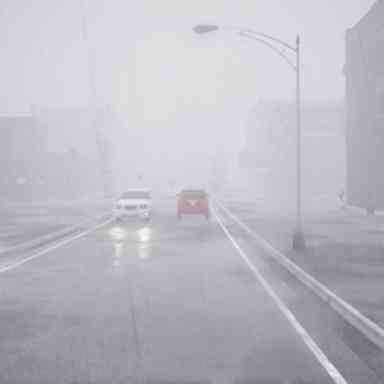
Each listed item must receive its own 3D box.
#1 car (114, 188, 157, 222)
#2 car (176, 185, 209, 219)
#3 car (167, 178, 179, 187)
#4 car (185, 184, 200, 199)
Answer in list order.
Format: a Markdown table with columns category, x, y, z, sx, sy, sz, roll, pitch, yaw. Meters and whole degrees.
| category | x | y | z | sx | sy | sz | roll | pitch | yaw |
| --- | --- | --- | --- | --- | --- | --- | --- | --- | --- |
| car | -3.625 | 0.776 | 22.327 | 2.150 | 2.045 | 5.566 | 0 | 2 | 0 |
| car | 0.072 | 0.711 | 23.818 | 2.150 | 2.045 | 5.566 | 0 | 2 | 0 |
| car | -3.598 | -1.935 | 63.825 | 2.097 | 1.767 | 4.553 | 0 | 4 | 0 |
| car | 0.048 | -0.159 | 42.467 | 1.882 | 1.535 | 5.008 | 0 | 4 | 0 |
